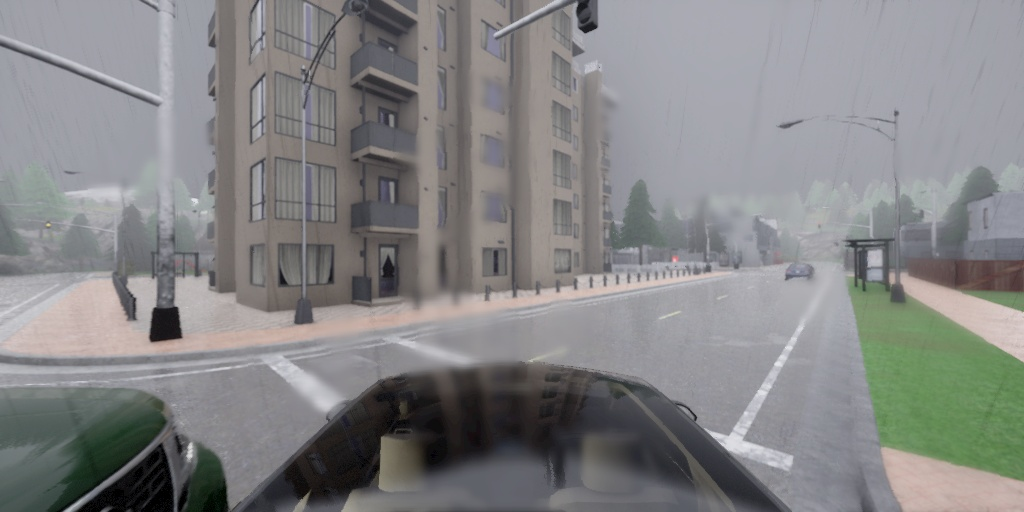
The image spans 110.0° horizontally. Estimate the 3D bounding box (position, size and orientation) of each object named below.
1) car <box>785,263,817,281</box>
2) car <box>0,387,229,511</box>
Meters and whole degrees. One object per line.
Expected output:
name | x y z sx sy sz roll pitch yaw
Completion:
car | 24.565 1.323 30.522 2.033 1.411 5.357 -1 0 43
car | -3.990 0.990 0.540 5.566 2.045 2.150 0 0 -16
